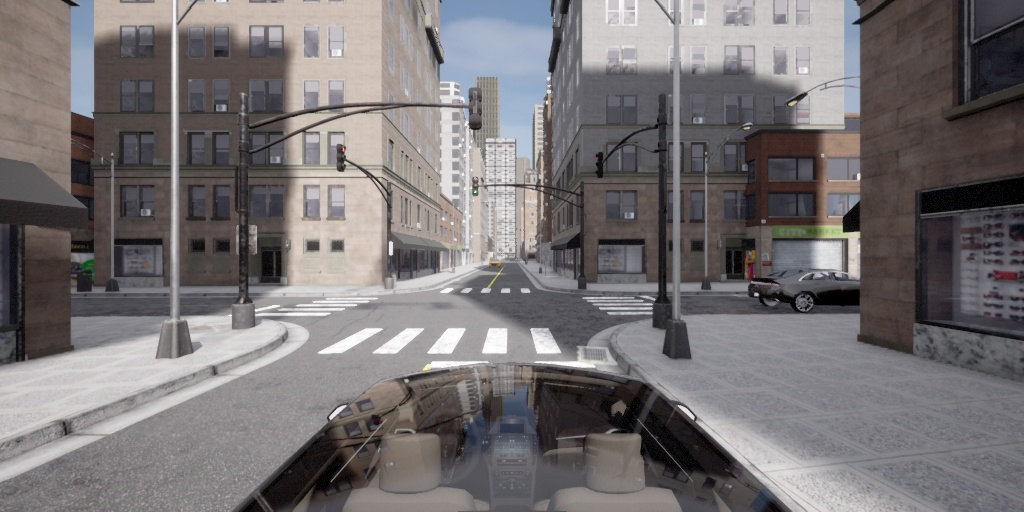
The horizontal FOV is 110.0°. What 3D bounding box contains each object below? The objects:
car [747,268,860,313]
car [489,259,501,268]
[{"bbox_3d":[11.430,1.209,13.207,4.902,1.511,2.128,0,0,0],"label":"car"},{"bbox_3d":[-2.985,1.205,62.893,1.882,1.535,5.008,0,0,0],"label":"car"}]
